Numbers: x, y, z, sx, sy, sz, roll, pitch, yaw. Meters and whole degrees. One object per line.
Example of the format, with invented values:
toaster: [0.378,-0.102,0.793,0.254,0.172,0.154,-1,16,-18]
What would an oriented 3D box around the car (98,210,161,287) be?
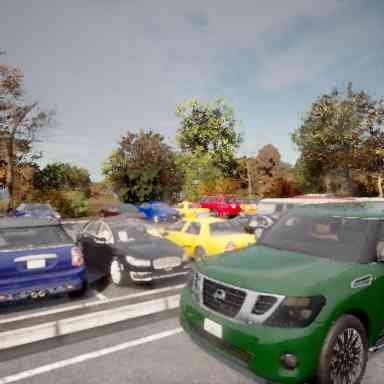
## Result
car: [-1.947,1.521,9.732,2.231,1.521,4.892,0,0,-35]

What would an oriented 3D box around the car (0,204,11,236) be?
car: [-11.790,1.521,18.789,2.231,1.521,4.892,0,0,-35]

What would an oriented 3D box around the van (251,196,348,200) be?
van: [4.939,1.292,14.456,1.878,1.987,4.442,0,0,-35]

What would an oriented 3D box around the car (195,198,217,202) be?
car: [-0.630,1.512,26.909,1.946,1.575,5.366,0,0,-35]

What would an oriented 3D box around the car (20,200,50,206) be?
car: [-9.531,1.394,20.420,2.185,1.767,4.553,0,0,-35]

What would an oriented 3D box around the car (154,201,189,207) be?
car: [-2.696,1.517,25.226,2.097,1.535,5.008,0,0,-35]

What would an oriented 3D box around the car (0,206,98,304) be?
car: [-4.198,1.395,8.092,2.185,1.767,4.553,0,0,-35]

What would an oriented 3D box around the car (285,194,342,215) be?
car: [13.201,1.255,36.508,2.435,2.045,5.566,0,0,-35]

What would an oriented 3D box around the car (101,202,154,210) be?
car: [-4.950,1.547,23.587,2.163,1.488,4.792,0,0,-35]

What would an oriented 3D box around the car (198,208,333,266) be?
car: [2.603,1.520,12.937,2.231,1.521,4.892,0,0,-35]

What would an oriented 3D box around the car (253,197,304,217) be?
car: [8.551,1.384,33.220,2.185,1.767,4.553,0,0,-35]

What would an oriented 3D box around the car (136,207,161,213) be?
car: [0.221,1.516,11.486,1.946,1.575,5.366,0,0,-35]

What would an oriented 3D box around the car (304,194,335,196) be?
car: [7.159,1.265,16.136,2.435,2.045,5.566,0,0,-35]

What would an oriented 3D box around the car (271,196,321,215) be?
car: [10.824,1.382,34.829,2.185,1.767,4.553,0,0,-35]

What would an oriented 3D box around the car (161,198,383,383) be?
car: [2.492,1.220,5.461,5.566,2.045,2.150,0,0,-35]

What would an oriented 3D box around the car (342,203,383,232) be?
car: [11.690,1.514,19.370,2.231,1.521,4.892,0,0,-35]

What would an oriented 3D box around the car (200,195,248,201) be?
car: [1.734,1.263,28.390,2.435,2.045,5.566,0,0,-35]
